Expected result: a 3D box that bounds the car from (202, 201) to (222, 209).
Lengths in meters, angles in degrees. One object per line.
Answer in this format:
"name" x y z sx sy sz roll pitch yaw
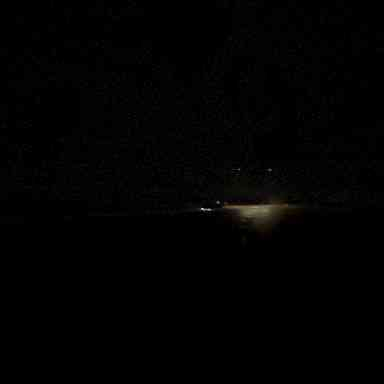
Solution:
"car" 3.450 2.171 57.461 1.994 1.385 4.181 0 -1 36
